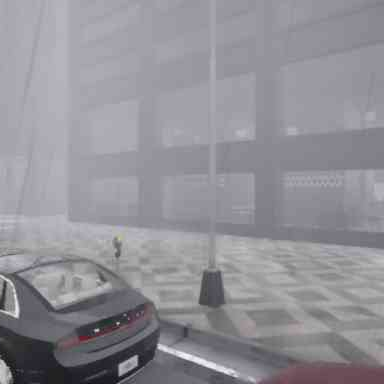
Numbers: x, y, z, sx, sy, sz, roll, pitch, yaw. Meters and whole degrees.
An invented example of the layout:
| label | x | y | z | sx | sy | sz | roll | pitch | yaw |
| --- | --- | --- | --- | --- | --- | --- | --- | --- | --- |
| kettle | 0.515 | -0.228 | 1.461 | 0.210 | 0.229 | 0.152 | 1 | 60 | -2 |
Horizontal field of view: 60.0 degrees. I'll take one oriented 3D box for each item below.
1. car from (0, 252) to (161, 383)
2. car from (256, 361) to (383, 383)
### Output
| label | x | y | z | sx | sy | sz | roll | pitch | yaw |
| --- | --- | --- | --- | --- | --- | --- | --- | --- | --- |
| car | -2.433 | 1.545 | 4.697 | 4.403 | 1.369 | 2.008 | 0 | 0 | 35 |
| car | 2.156 | 1.583 | 1.424 | 4.206 | 1.307 | 1.802 | 0 | 0 | 35 |
